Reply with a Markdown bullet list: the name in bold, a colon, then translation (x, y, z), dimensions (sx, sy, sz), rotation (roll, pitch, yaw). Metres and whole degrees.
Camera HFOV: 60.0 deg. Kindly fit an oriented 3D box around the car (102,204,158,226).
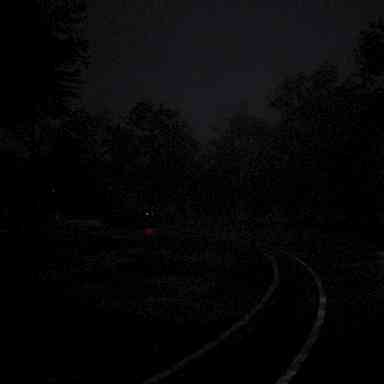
- **car**: translation (-5.157, 1.825, 27.363), dimensions (4.553, 1.767, 2.097), rotation (-1, -1, 20)
